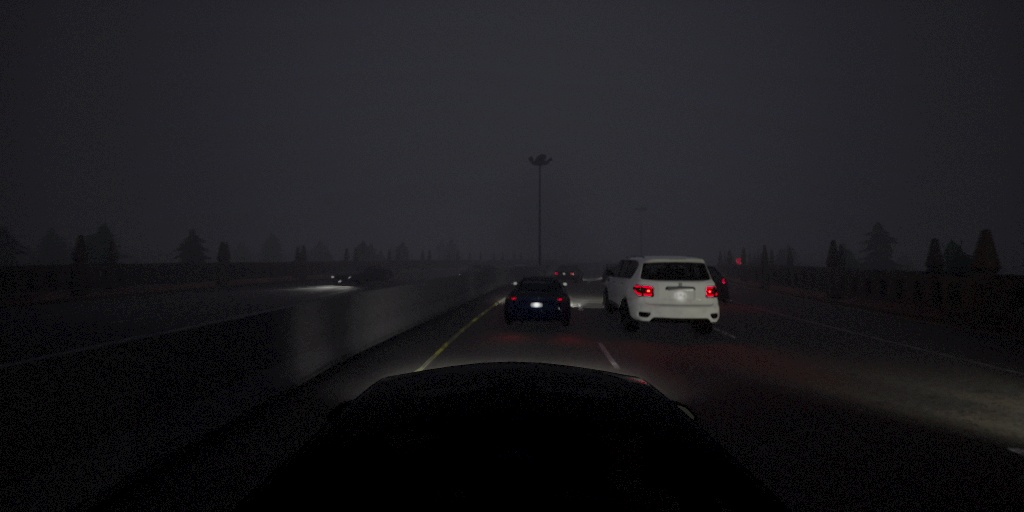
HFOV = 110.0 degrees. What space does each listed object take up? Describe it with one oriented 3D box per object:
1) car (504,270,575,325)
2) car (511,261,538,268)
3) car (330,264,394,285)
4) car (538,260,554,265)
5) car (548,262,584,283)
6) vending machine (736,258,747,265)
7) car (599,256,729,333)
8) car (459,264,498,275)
[{"bbox_3d":[0.923,1.353,12.053,1.994,1.385,4.181,0,0,7],"label":"car"},{"bbox_3d":[1.522,1.439,49.229,1.812,1.442,4.674,0,0,27],"label":"car"},{"bbox_3d":[-10.866,1.330,26.545,2.033,1.411,5.357,0,0,14],"label":"car"},{"bbox_3d":[6.216,1.464,63.533,1.882,1.535,5.008,0,0,35],"label":"car"},{"bbox_3d":[4.722,1.411,29.580,2.033,1.411,5.357,0,0,18],"label":"car"},{"bbox_3d":[23.777,1.170,37.147,1.100,2.100,0.880,0,0,27],"label":"vending machine"},{"bbox_3d":[4.272,1.022,11.144,2.150,2.045,5.566,0,0,6],"label":"car"},{"bbox_3d":[-2.605,1.380,30.005,2.033,1.411,5.357,0,0,18],"label":"car"}]
